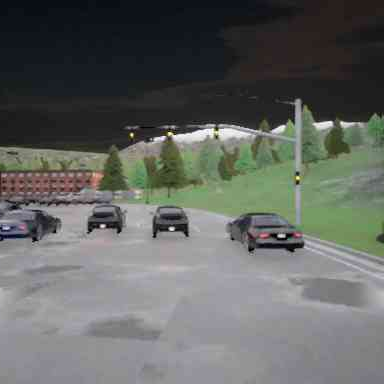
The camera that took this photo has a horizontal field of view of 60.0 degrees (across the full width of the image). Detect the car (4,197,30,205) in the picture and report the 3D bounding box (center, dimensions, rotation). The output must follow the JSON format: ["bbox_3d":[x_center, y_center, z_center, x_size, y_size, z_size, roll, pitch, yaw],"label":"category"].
[{"bbox_3d":[-31.547,1.603,59.965,4.181,1.385,1.994,0,0,26],"label":"car"}]

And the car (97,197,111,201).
[{"bbox_3d":[-17.316,1.577,62.636,5.357,1.411,2.033,0,0,40],"label":"car"}]

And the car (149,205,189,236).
[{"bbox_3d":[-1.275,1.507,18.369,1.837,1.490,4.892,0,0,-7],"label":"car"}]

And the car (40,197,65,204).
[{"bbox_3d":[-27.603,1.570,65.773,4.718,1.301,1.895,0,0,29],"label":"car"}]

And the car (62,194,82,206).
[{"bbox_3d":[-21.291,1.562,56.816,4.674,1.442,1.812,0,0,40],"label":"car"}]

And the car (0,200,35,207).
[{"bbox_3d":[-12.435,1.526,22.300,1.837,1.490,4.892,0,0,-9],"label":"car"}]

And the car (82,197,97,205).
[{"bbox_3d":[-19.610,1.597,59.990,4.181,1.385,1.994,0,0,40],"label":"car"}]

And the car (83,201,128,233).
[{"bbox_3d":[-4.980,1.513,19.754,1.837,1.490,4.892,0,0,-8],"label":"car"}]

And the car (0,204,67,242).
[{"bbox_3d":[-8.028,1.561,16.383,2.033,1.411,5.357,0,0,-7],"label":"car"}]

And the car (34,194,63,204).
[{"bbox_3d":[-23.217,1.545,53.828,4.892,1.490,1.837,0,0,44],"label":"car"}]

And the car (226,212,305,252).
[{"bbox_3d":[2.797,1.542,13.826,2.033,1.411,5.357,0,0,-6],"label":"car"}]

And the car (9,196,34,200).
[{"bbox_3d":[-27.885,1.553,53.259,4.892,1.490,1.837,0,0,36],"label":"car"}]
